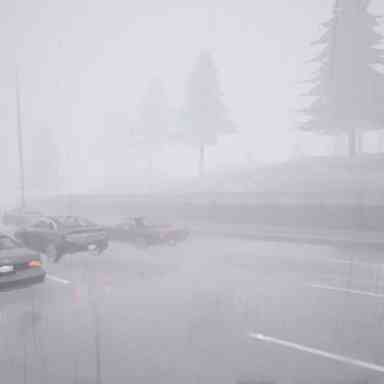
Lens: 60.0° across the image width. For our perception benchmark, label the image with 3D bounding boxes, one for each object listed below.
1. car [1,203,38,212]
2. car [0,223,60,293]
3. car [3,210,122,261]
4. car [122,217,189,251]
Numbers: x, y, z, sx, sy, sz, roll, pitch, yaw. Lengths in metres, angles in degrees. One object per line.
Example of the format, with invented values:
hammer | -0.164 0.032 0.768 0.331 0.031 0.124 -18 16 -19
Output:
car | -12.564 1.829 24.706 2.128 1.511 4.902 0 -1 -43
car | -5.745 1.676 8.543 5.357 1.411 2.033 -1 -1 41
car | -5.146 1.654 12.696 4.902 1.511 2.128 -1 -1 42
car | -2.483 1.762 15.003 4.718 1.301 1.895 -1 -1 41
